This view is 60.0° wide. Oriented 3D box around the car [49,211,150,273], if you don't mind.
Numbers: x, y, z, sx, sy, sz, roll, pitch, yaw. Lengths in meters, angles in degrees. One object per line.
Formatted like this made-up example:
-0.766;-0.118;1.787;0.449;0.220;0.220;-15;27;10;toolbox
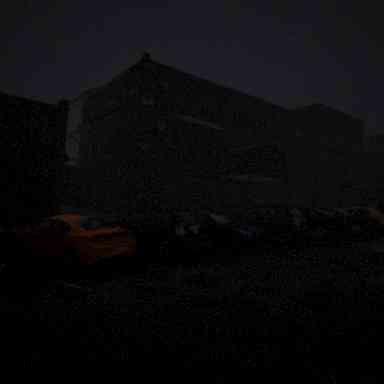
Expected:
-4.013;1.481;10.726;5.008;1.535;2.097;-1;-1;34;car

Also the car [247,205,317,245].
3.171;1.399;15.821;4.553;1.767;2.185;-1;-1;35;car

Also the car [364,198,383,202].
12.698;1.413;22.646;5.566;2.045;2.435;-1;-1;35;car

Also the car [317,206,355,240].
5.547;1.549;17.537;5.008;1.535;2.097;-1;-1;35;car

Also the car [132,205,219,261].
-1.606;1.365;12.418;4.553;1.767;2.185;-1;-1;35;car

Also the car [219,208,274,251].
0.762;1.545;14.147;4.674;1.452;2.002;-1;-1;35;car

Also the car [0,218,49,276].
-6.401;1.474;9.015;4.892;1.521;2.231;-1;-1;34;car

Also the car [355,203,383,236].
7.930;1.583;19.243;5.008;1.535;2.097;-1;-1;35;car

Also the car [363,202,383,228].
10.178;1.617;21.041;5.366;1.575;1.946;-1;-1;35;car
